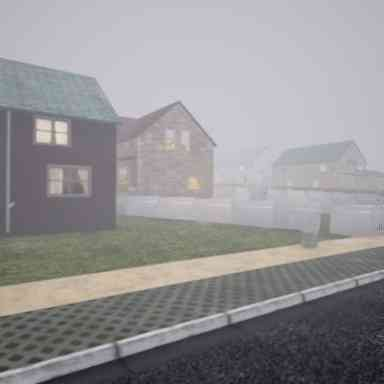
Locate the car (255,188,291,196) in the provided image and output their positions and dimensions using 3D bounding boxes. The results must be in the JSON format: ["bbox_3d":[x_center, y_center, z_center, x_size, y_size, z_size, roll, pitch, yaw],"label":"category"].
[{"bbox_3d":[9.102,0.300,37.093,1.882,1.535,5.008,1,3,-33],"label":"car"}]
